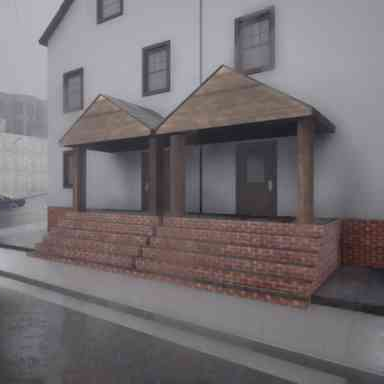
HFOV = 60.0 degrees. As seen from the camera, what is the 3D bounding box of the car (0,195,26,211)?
[{"bbox_3d":[-15.468,1.010,25.407,1.895,1.301,4.718,0,6,35],"label":"car"}]
